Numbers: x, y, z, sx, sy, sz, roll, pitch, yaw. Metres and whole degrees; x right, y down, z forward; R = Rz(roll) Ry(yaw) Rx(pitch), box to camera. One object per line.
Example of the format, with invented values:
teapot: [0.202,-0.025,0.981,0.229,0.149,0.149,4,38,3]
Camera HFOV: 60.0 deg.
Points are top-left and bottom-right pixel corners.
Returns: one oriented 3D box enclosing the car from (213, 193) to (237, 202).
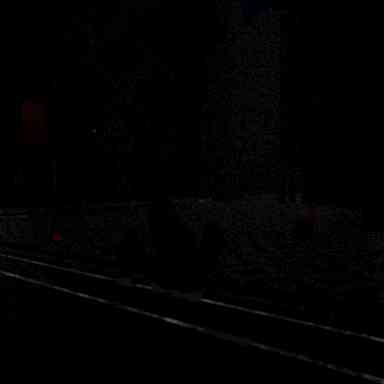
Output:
car: [5.603,0.889,56.134,2.033,1.411,5.357,0,1,36]
